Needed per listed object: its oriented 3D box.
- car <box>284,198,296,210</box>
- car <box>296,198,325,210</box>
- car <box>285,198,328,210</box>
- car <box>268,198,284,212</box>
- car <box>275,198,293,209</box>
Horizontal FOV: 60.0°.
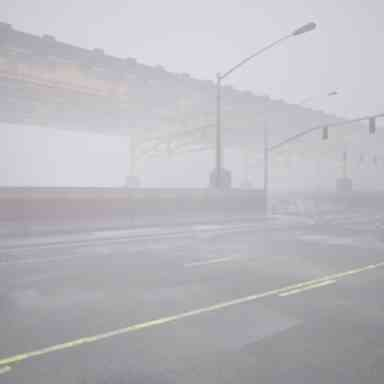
[{"bbox_3d":[11.060,1.514,39.943,2.038,1.542,4.974,0,0,18],"label":"car"},{"bbox_3d":[14.919,1.366,43.696,4.536,1.218,1.853,0,0,-7],"label":"car"},{"bbox_3d":[14.970,1.524,43.702,4.974,1.542,2.038,0,0,-7],"label":"car"},{"bbox_3d":[7.315,1.505,37.258,4.974,1.542,2.038,0,0,8],"label":"car"},{"bbox_3d":[11.076,1.356,39.992,1.853,1.218,4.536,0,0,18],"label":"car"}]
